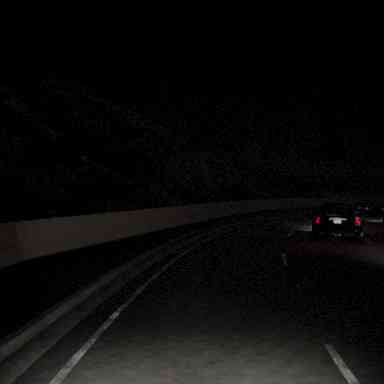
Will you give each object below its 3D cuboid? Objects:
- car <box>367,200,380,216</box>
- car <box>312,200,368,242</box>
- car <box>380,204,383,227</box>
[{"bbox_3d":[16.786,1.506,31.567,2.033,1.411,5.357,0,0,45],"label":"car"},{"bbox_3d":[7.121,1.330,16.530,2.097,1.767,4.553,0,0,21],"label":"car"},{"bbox_3d":[13.740,1.476,22.030,1.837,1.490,4.892,-1,0,31],"label":"car"}]
